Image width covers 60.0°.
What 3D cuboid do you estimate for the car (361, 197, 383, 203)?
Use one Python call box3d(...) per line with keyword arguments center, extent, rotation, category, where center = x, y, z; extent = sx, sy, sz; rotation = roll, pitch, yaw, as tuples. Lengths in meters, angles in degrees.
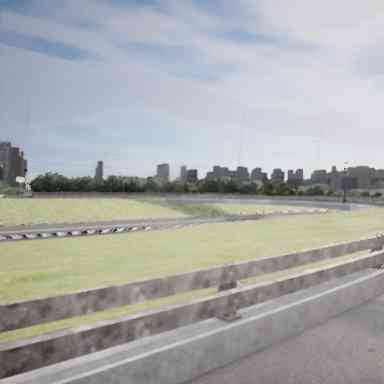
box3d(center=(42.228, 1.985, 78.819), extent=(2.033, 1.411, 5.357), rotation=(0, 0, 1), category="car")
